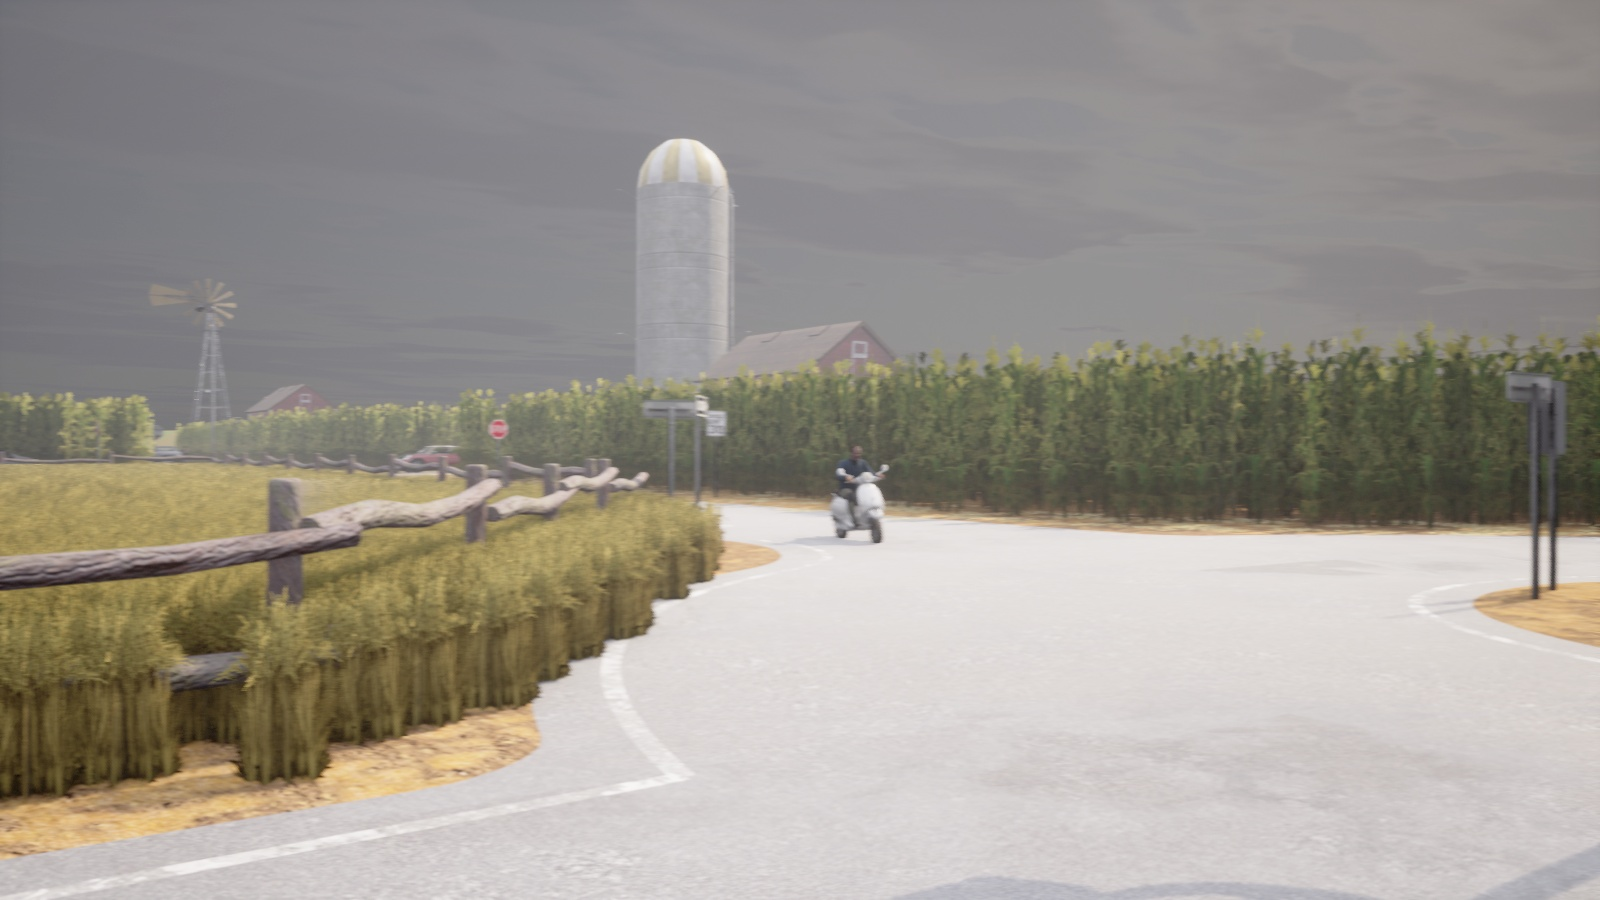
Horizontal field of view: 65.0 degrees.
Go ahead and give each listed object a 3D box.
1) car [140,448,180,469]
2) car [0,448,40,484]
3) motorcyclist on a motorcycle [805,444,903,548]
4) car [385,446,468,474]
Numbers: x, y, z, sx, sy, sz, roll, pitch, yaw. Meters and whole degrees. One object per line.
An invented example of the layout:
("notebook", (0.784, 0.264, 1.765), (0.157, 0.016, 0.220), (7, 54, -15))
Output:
("car", (-45.118, 0.603, 88.489), (1.994, 1.385, 4.181), (0, -1, -34))
("car", (-34.942, 0.676, 53.252), (4.514, 1.525, 2.007), (-1, 0, -35))
("motorcyclist on a motorcycle", (0.853, 0.708, 20.510), (0.866, 1.590, 1.817), (-2, 1, -23))
("car", (-20.015, 0.536, 67.295), (3.806, 1.475, 1.970), (0, 0, -35))
